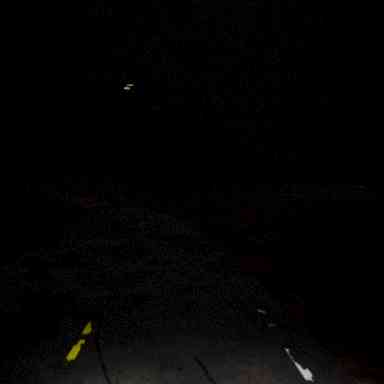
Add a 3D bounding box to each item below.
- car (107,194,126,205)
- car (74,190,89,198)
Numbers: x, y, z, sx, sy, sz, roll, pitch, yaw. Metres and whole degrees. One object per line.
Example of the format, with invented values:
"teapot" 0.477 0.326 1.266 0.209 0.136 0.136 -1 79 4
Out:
"car" -10.890 1.043 47.810 2.033 1.411 5.357 0 1 -25
"car" -22.412 0.359 67.469 1.812 1.442 4.674 -1 3 -34
